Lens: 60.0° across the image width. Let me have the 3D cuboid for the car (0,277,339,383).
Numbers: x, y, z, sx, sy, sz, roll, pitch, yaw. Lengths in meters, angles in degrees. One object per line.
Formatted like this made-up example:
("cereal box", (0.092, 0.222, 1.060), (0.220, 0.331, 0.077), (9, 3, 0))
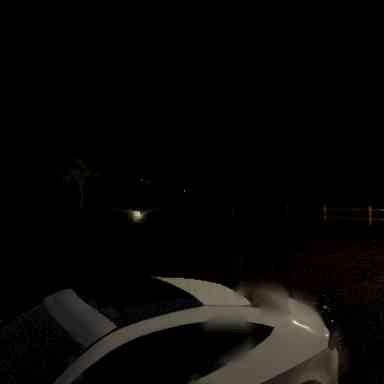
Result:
("car", (-0.713, 1.524, 2.548), (4.674, 1.442, 1.812), (0, 0, -36))
